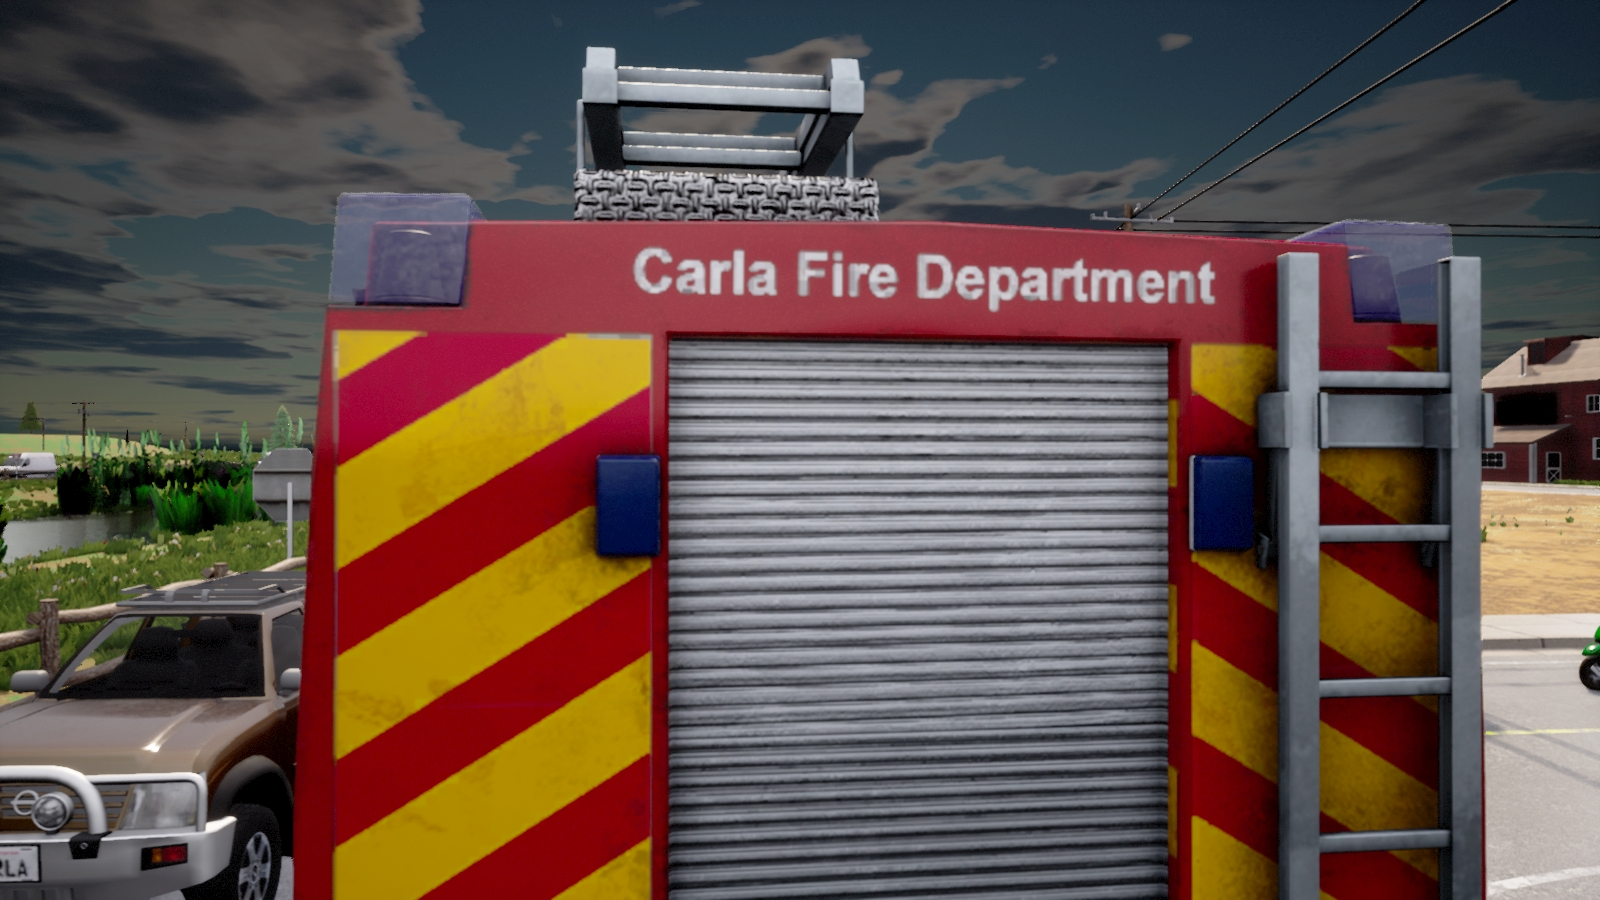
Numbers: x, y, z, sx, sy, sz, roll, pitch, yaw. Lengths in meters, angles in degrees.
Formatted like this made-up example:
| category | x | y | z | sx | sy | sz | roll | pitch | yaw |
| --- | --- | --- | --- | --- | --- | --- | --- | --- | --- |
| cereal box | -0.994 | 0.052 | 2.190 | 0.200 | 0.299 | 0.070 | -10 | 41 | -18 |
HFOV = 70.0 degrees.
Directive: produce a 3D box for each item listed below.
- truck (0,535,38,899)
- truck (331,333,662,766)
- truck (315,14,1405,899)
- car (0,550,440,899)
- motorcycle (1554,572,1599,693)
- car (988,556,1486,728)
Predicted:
| category | x | y | z | sx | sy | sz | roll | pitch | yaw |
| --- | --- | --- | --- | --- | --- | --- | --- | --- | --- |
| truck | -3.759 | 1.530 | 1.204 | 2.627 | 2.467 | 5.204 | 0 | 0 | -3 |
| truck | -3.607 | 0.860 | 14.533 | 2.891 | 3.827 | 8.468 | 0 | 0 | -12 |
| truck | -0.299 | 0.862 | 7.185 | 2.891 | 3.827 | 8.468 | 0 | 0 | -7 |
| car | -4.110 | 1.827 | 7.997 | 1.932 | 1.855 | 4.605 | 0 | 0 | -3 |
| motorcycle | 10.079 | 2.141 | 13.517 | 1.805 | 1.316 | 0.856 | 0 | 0 | -6 |
| car | 4.768 | 2.059 | 12.892 | 4.792 | 1.488 | 2.163 | 0 | 0 | -7 |
